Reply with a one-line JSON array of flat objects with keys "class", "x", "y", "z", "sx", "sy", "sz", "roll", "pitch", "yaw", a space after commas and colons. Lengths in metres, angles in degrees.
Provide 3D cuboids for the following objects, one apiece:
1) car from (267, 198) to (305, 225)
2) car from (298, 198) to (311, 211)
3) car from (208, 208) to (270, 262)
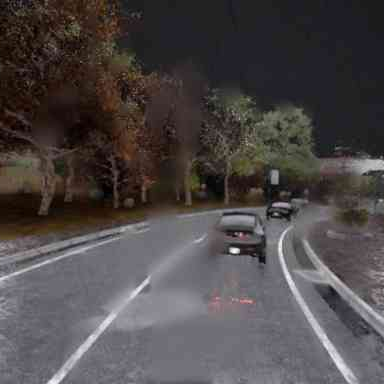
[{"class": "car", "x": 7.555, "y": 1.543, "z": 27.288, "sx": 1.882, "sy": 1.535, "sz": 5.008, "roll": 3, "pitch": 1, "yaw": 29}, {"class": "car", "x": 13.483, "y": 1.574, "z": 42.100, "sx": 1.837, "sy": 1.490, "sz": 4.892, "roll": 5, "pitch": 2, "yaw": 40}, {"class": "car", "x": 1.780, "y": 1.483, "z": 12.193, "sx": 1.837, "sy": 1.490, "sz": 4.892, "roll": 1, "pitch": 0, "yaw": 12}]
